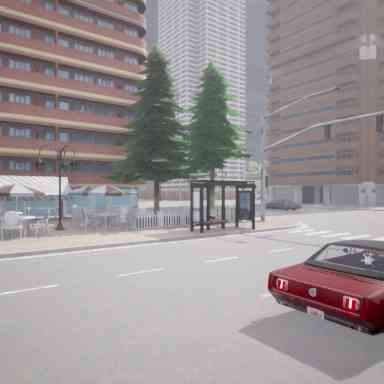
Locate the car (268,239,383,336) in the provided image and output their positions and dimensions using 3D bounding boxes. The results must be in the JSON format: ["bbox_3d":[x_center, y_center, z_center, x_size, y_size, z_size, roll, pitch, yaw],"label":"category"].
[{"bbox_3d":[3.733,1.601,6.473,4.718,1.301,1.895,0,0,-36],"label":"car"}]

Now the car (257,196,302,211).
[{"bbox_3d":[11.009,1.603,41.437,2.033,1.411,5.357,0,0,-36],"label":"car"}]
